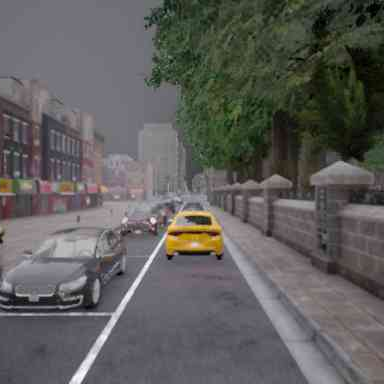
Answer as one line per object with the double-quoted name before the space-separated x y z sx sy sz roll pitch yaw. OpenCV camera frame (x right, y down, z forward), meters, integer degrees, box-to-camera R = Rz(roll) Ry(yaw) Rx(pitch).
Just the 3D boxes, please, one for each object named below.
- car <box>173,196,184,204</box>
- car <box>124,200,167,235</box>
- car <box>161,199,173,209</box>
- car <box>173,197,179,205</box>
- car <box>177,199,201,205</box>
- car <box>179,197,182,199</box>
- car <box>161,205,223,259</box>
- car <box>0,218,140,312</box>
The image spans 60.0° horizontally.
"car" -2.630 1.560 63.851 1.947 1.339 4.313 0 0 0
"car" -2.646 1.438 18.297 1.967 1.590 4.097 0 0 0
"car" -2.644 1.438 23.569 1.967 1.590 4.097 0 0 0
"car" -2.746 1.502 36.489 1.837 1.490 4.892 0 0 0
"car" 0.087 1.545 27.301 2.033 1.411 5.357 0 0 0
"car" -2.630 1.577 60.189 1.802 1.307 4.206 0 0 0
"car" 0.086 1.476 12.684 1.882 1.535 5.008 0 0 0
"car" -2.651 1.550 7.758 2.008 1.369 4.403 0 0 0
